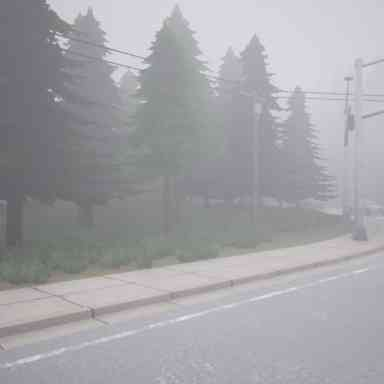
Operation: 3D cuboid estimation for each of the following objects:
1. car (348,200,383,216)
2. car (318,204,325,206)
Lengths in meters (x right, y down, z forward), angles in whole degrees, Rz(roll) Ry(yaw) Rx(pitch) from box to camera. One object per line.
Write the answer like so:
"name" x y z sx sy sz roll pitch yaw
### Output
"car" 17.212 1.517 32.804 1.812 1.442 4.674 0 0 -5
"car" 14.681 1.495 42.504 1.837 1.490 4.892 0 0 -26
